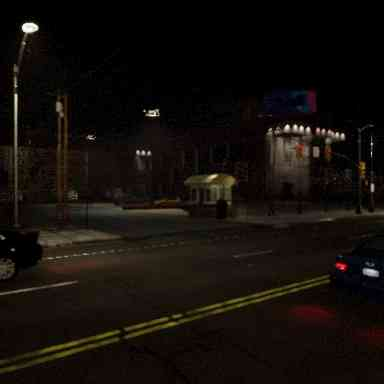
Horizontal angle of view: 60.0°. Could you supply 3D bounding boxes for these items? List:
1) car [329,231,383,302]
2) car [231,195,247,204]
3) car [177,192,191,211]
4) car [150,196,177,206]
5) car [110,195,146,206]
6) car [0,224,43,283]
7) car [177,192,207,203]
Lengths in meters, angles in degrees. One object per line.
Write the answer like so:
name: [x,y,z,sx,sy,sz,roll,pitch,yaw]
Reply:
car: [5.308,1.507,7.532,5.357,1.411,2.033,0,0,-35]
car: [8.109,1.236,55.104,4.674,1.452,2.002,0,0,-36]
car: [1.195,1.150,36.045,4.553,1.767,2.185,0,0,-36]
car: [-3.280,1.301,42.186,4.193,1.474,1.816,0,0,-36]
car: [-9.537,1.471,50.621,4.718,1.301,1.895,0,0,-36]
car: [-6.299,1.507,8.098,4.892,1.490,1.837,0,0,-35]
car: [0.100,1.045,65.973,5.566,2.045,2.435,0,0,-36]
